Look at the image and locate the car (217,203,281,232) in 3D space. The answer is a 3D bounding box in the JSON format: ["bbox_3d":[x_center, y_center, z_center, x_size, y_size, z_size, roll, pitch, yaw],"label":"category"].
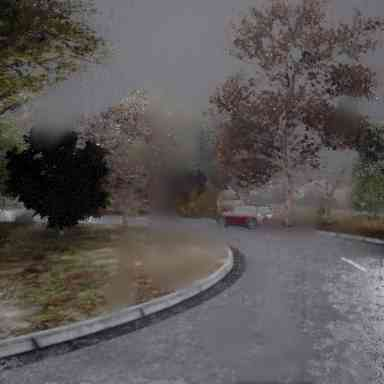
[{"bbox_3d":[3.692,1.583,22.276,2.097,1.767,4.553,1,-1,-33],"label":"car"}]

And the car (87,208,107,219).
[{"bbox_3d":[-10.584,1.400,31.057,5.566,2.045,2.150,0,-1,21],"label":"car"}]
